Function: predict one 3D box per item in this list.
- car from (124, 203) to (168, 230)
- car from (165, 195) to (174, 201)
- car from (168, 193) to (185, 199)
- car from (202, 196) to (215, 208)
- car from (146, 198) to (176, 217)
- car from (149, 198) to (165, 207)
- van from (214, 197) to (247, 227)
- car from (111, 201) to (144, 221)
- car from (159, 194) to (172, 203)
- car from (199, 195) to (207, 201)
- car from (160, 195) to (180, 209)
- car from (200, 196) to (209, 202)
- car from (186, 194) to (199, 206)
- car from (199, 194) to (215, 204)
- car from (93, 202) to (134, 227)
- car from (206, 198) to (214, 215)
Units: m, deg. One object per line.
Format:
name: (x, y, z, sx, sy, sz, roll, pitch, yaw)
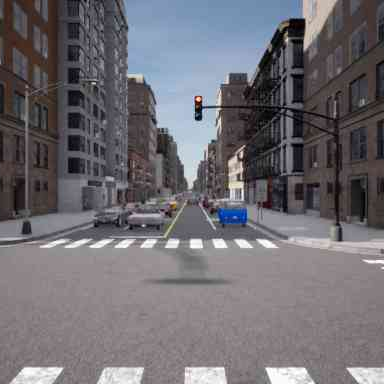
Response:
car: (-2.798, 1.600, 21.173, 1.895, 1.301, 4.718, 0, 0, -1)
car: (-5.307, 1.409, 79.285, 1.967, 1.590, 4.097, 0, 0, 0)
car: (-2.693, 1.195, 56.751, 1.895, 1.301, 4.718, 0, 0, 0)
car: (2.683, 1.576, 45.193, 1.802, 1.307, 4.206, 0, 0, 0)
car: (-2.816, 1.562, 31.146, 1.994, 1.385, 4.181, 0, 0, 0)
car: (-5.336, 1.556, 50.877, 1.947, 1.339, 4.313, 0, 0, 0)
van: (2.660, 1.340, 22.467, 1.690, 1.788, 3.998, 0, 0, 0)
car: (-5.360, 1.543, 28.148, 1.887, 1.381, 4.507, 0, 0, 0)
car: (-5.319, 1.292, 67.921, 2.192, 1.841, 5.009, 0, 0, 0)
car: (2.723, 1.530, 84.962, 1.947, 1.339, 4.313, 0, 0, 0)
car: (-2.799, 1.473, 41.275, 1.882, 1.535, 5.008, 0, 0, 0)
car: (2.712, 1.524, 73.599, 2.008, 1.369, 4.403, 0, 0, 0)
car: (0.160, 1.478, 55.365, 2.128, 1.511, 4.902, 0, 0, 0)
car: (2.689, 1.305, 50.874, 2.192, 1.841, 5.009, 0, 0, 0)
car: (-5.365, 1.549, 22.467, 2.008, 1.369, 4.403, 0, 0, 0)
car: (2.671, 1.580, 33.830, 1.802, 1.307, 4.206, 0, 0, 0)
